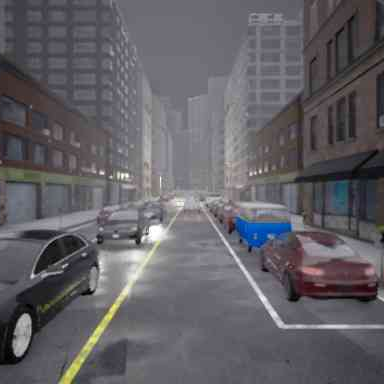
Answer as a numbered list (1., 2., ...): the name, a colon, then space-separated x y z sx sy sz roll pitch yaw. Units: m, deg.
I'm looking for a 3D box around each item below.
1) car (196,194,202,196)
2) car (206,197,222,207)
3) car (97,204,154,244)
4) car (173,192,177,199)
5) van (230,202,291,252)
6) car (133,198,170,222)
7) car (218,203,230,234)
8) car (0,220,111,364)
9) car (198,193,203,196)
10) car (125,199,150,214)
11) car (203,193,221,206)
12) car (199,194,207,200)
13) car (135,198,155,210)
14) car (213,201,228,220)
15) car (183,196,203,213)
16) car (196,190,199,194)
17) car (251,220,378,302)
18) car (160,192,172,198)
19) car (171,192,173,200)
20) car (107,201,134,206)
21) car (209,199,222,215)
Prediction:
1. car: 0.009 1.391 47.645 2.128 1.511 4.902 0 0 0
2. car: 2.763 1.534 35.756 1.802 1.307 4.206 0 0 0
3. car: -3.093 1.520 15.819 1.812 1.442 4.674 0 0 0
4. car: -5.762 1.002 85.730 2.192 1.841 5.009 0 0 0
5. van: 2.760 1.336 13.542 1.690 1.788 3.998 0 0 0
6. car: -3.050 1.475 26.210 2.128 1.511 4.902 0 0 1
7. car: 2.761 1.537 19.093 1.887 1.381 4.507 0 0 0
8. car: -3.093 1.503 5.914 1.837 1.490 4.892 0 0 2
9. car: 2.762 1.362 69.068 1.947 1.339 4.313 0 0 0
10. car: -5.762 1.503 35.759 2.008 1.369 4.403 0 0 0
11. car: 3.104 1.116 48.174 2.150 2.045 5.566 0 0 0
12. car: 2.763 1.269 85.724 1.802 1.307 4.206 0 0 0
13. car: -5.763 1.509 41.311 1.802 1.307 4.206 0 0 0
14. car: 2.762 1.569 24.649 1.802 1.307 4.206 0 0 0
15. car: -0.001 1.475 36.406 1.812 1.442 4.674 0 0 0
16. car: 2.763 1.041 80.172 2.192 1.841 5.009 0 0 0
17. car: 2.761 1.579 7.990 1.802 1.307 4.206 0 0 0
18. car: -5.764 1.341 69.075 1.887 1.381 4.507 0 0 0
19. car: -5.763 1.345 74.626 1.802 1.307 4.206 0 0 0
20. car: -5.765 1.569 24.653 1.802 1.307 4.206 0 0 0
21. car: 2.763 1.555 30.199 1.802 1.307 4.206 0 0 0
